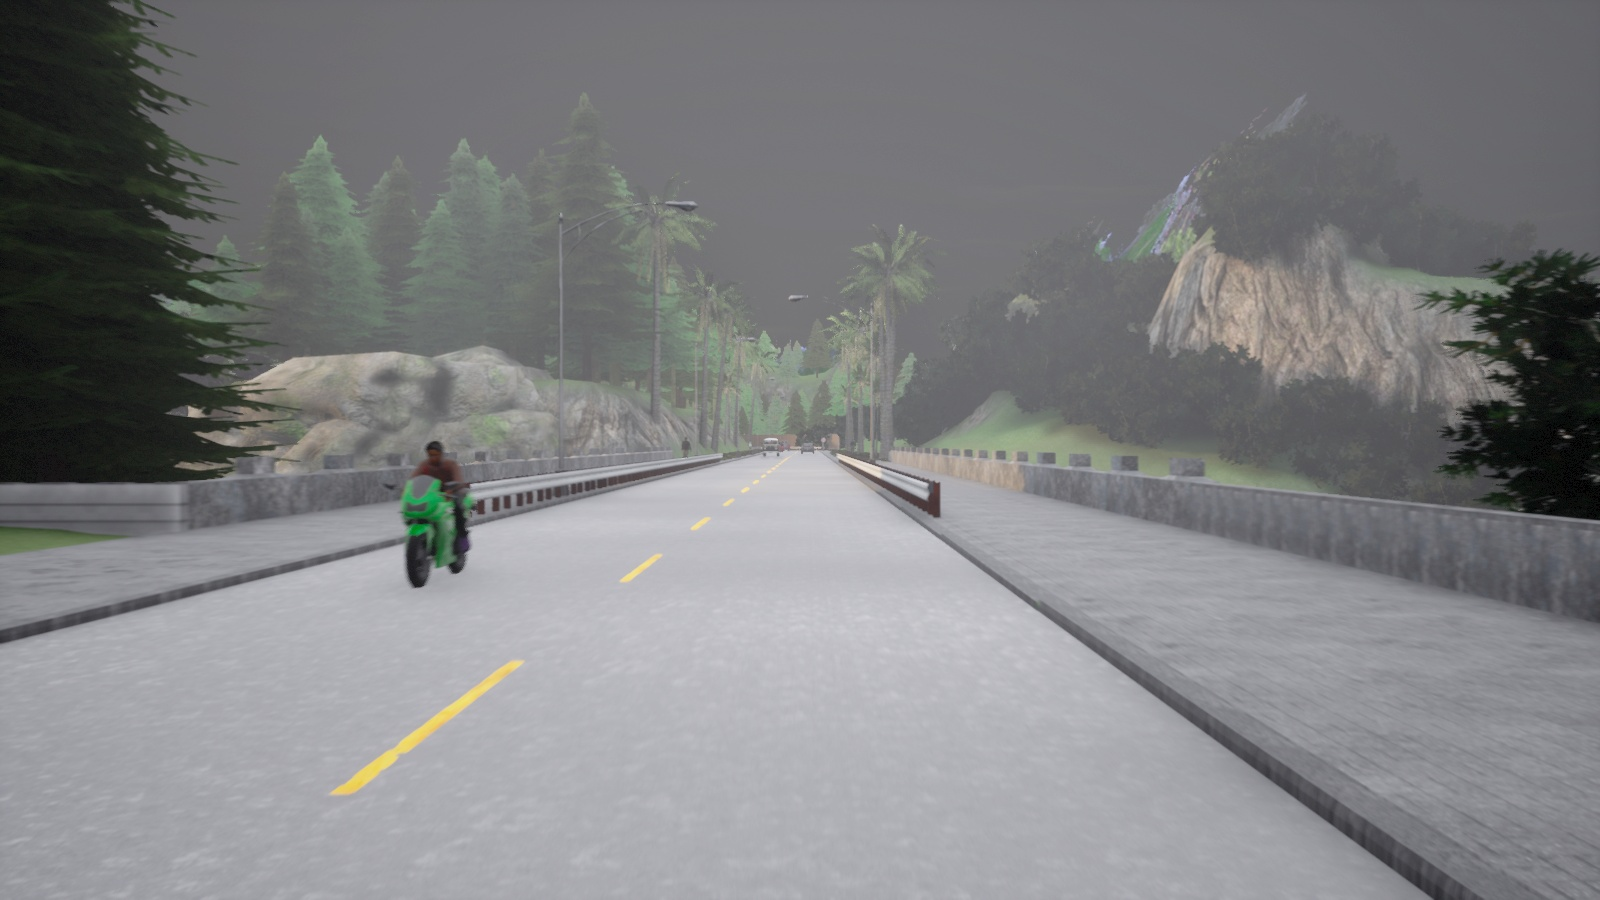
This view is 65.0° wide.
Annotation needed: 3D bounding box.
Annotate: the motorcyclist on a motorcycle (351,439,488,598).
[{"bbox_3d":[-3.908,0.653,13.075,0.797,1.523,2.044,0,0,0],"label":"motorcyclist on a motorcycle"}]
